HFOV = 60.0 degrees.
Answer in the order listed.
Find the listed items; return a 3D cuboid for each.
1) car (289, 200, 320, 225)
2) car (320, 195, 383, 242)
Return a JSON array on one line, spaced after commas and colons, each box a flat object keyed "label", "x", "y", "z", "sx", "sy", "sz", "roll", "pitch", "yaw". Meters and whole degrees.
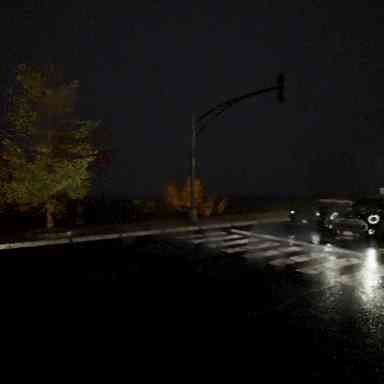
[{"label": "car", "x": 7.240, "y": 1.072, "z": 17.533, "sx": 4.718, "sy": 1.301, "sz": 1.895, "roll": -2, "pitch": 2, "yaw": -36}, {"label": "car", "x": 7.747, "y": 0.937, "z": 13.913, "sx": 4.553, "sy": 1.767, "sz": 2.097, "roll": -1, "pitch": 2, "yaw": -35}]
